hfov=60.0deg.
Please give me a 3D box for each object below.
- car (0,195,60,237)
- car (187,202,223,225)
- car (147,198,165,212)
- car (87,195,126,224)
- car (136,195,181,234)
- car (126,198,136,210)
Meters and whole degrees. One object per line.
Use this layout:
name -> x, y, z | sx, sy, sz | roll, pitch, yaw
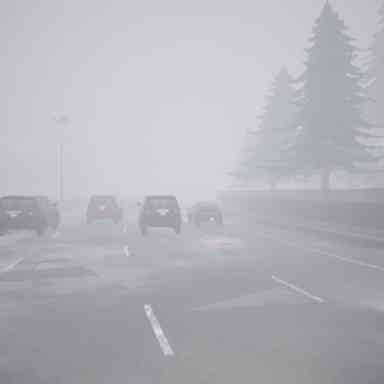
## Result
car -> -8.878, 1.202, 18.283 | 2.150, 2.045, 5.566 | 0, 0, -11
car -> 0.853, 1.479, 23.726 | 1.837, 1.490, 4.892 | 0, 0, -10
car -> -4.165, 1.461, 39.278 | 1.837, 1.490, 4.892 | 0, 0, -2
car -> -6.370, 1.197, 24.724 | 2.150, 2.045, 5.566 | 0, 0, -8
car -> -1.997, 1.200, 19.528 | 2.150, 2.045, 5.566 | 0, 0, -11
car -> -7.732, 1.503, 41.148 | 2.033, 1.411, 5.357 | 0, 0, -2
